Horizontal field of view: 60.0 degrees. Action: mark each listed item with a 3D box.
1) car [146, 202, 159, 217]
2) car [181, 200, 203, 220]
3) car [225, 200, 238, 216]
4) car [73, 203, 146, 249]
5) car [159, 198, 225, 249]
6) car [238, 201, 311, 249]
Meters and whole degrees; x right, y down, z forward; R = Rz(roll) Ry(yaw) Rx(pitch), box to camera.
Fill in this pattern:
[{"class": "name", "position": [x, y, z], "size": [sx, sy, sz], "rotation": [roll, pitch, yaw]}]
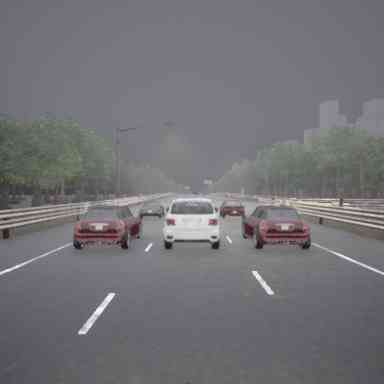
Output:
[{"class": "car", "position": [-3.500, 1.569, 29.650], "size": [1.994, 1.385, 4.181], "rotation": [0, 0, 0]}, {"class": "car", "position": [0.000, 1.512, 29.650], "size": [1.837, 1.490, 4.892], "rotation": [0, 0, 0]}, {"class": "car", "position": [3.500, 1.481, 29.649], "size": [1.882, 1.535, 5.008], "rotation": [0, 0, 0]}, {"class": "car", "position": [-3.500, 1.366, 14.620], "size": [2.097, 1.767, 4.553], "rotation": [0, 0, 0]}, {"class": "car", "position": [0.000, 1.258, 14.680], "size": [2.150, 2.045, 5.566], "rotation": [0, 0, 0]}, {"class": "car", "position": [3.500, 1.366, 14.620], "size": [2.097, 1.767, 4.553], "rotation": [0, 0, 0]}]
